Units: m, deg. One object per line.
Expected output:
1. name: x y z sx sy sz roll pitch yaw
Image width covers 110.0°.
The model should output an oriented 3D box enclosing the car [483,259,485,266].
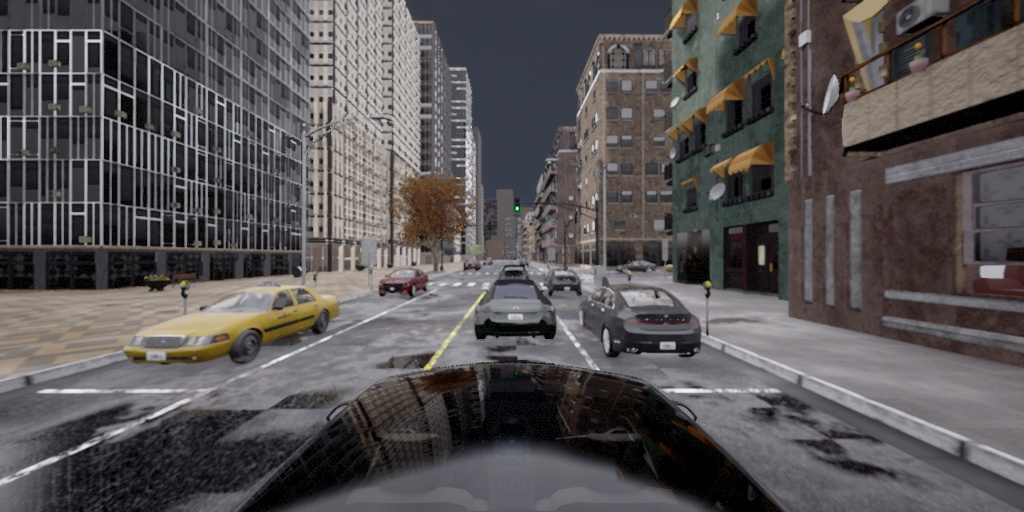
1. car: -5.828 1.464 57.299 1.948 1.339 4.313 0 0 0

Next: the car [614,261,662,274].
1. car: 13.343 1.182 38.852 4.403 1.370 2.007 0 0 -1

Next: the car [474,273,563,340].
1. car: 0.071 1.331 10.025 1.994 1.385 4.181 0 0 0

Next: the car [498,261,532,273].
1. car: 0.177 1.303 22.996 1.837 1.490 4.892 0 0 2

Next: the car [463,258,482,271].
1. car: -5.815 1.196 51.776 2.192 1.841 5.009 0 0 0

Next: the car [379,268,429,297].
1. car: -5.735 1.333 19.389 1.888 1.381 4.507 0 0 0

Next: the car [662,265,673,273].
1. car: 18.740 1.080 38.920 4.829 1.417 1.751 0 0 -1

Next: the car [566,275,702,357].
1. car: 2.672 1.314 8.344 2.007 1.370 4.403 0 0 0

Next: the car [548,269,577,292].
1. car: 2.645 1.339 19.409 2.007 1.370 4.403 0 0 0

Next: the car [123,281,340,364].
1. car: -5.707 1.288 8.154 1.751 1.417 4.829 0 0 0
